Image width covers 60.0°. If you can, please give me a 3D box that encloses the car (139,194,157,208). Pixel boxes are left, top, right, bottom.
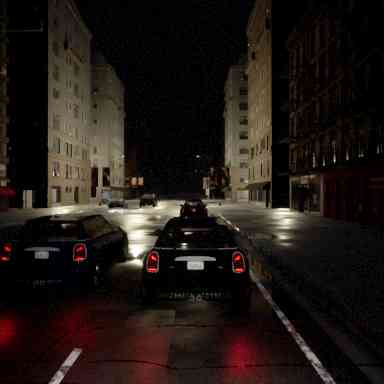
[{"bbox_3d":[-6.476,1.274,49.751,2.150,2.045,5.566,0,0,0],"label":"car"}]

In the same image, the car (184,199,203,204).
[{"bbox_3d":[0.117,1.362,26.112,2.097,1.767,4.553,0,0,0],"label":"car"}]

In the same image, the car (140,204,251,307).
[{"bbox_3d":[0.101,1.353,8.160,2.097,1.767,4.553,0,0,1],"label":"car"}]

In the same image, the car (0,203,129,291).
[{"bbox_3d":[-3.148,1.353,9.156,2.097,1.767,4.553,0,0,1],"label":"car"}]

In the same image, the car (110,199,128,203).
[{"bbox_3d":[-9.781,1.589,44.200,1.994,1.385,4.181,0,0,1],"label":"car"}]
